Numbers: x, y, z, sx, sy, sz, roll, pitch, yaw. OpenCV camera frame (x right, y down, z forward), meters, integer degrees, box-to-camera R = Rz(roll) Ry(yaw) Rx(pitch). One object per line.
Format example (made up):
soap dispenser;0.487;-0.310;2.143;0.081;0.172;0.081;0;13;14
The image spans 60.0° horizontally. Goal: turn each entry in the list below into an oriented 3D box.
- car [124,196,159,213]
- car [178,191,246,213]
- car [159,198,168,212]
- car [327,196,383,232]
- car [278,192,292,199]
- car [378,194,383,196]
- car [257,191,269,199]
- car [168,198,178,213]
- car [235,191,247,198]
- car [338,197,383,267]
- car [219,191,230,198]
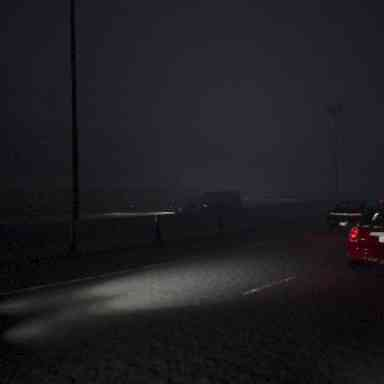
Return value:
car;-4.767;1.240;34.023;1.837;1.490;4.892;0;1;36
car;1.765;0.941;25.367;2.150;2.045;5.566;0;1;39
car;-0.885;1.244;33.451;1.994;1.385;4.181;0;1;35
car;8.467;1.190;16.905;2.128;1.511;4.902;0;1;42
car;17.500;0.665;62.875;1.994;1.385;4.181;-1;1;7
car;20.947;0.910;35.964;1.895;1.301;4.718;-1;1;25
car;14.310;0.574;67.656;1.837;1.490;4.892;-1;1;3
car;0.485;1.190;29.406;2.128;1.511;4.902;0;1;37
car;10.707;0.595;73.408;1.994;1.385;4.181;-1;1;-1
car;6.331;1.157;9.663;4.553;1.767;2.097;-1;1;-43
car;7.197;0.596;73.529;1.837;1.490;4.892;-1;1;-1
